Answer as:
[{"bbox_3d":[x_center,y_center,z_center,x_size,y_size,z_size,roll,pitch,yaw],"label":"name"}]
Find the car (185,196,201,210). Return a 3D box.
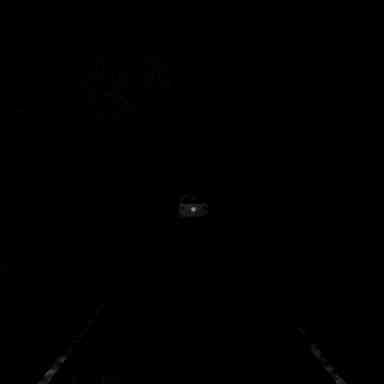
[{"bbox_3d":[0.109,1.363,42.718,1.882,1.535,5.008,0,1,0],"label":"car"}]

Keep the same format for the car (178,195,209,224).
[{"bbox_3d":[0.104,1.198,24.927,2.150,2.045,5.566,0,0,0],"label":"car"}]
